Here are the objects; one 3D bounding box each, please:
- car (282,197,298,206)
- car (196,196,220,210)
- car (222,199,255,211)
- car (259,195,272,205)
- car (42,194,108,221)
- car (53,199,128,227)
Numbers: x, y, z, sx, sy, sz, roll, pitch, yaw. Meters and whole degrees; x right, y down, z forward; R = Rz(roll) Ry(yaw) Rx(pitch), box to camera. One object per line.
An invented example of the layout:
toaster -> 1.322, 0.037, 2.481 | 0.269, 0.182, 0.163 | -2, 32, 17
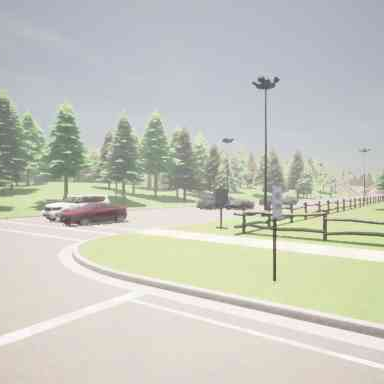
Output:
car -> 16.322, 1.615, 56.050 | 2.033, 1.411, 5.357 | 0, 0, 35
car -> 2.454, 1.352, 42.566 | 2.097, 1.767, 4.553 | 0, 0, 35
car -> 5.980, 1.547, 41.503 | 2.033, 1.411, 5.357 | 0, 0, 35
car -> 13.476, 1.381, 58.087 | 2.097, 1.767, 4.553 | 0, 0, 35
car -> -8.939, 1.221, 26.363 | 2.150, 2.045, 5.566 | 0, 0, 35
car -> -6.777, 1.478, 23.350 | 1.882, 1.535, 5.008 | 0, 0, 35
